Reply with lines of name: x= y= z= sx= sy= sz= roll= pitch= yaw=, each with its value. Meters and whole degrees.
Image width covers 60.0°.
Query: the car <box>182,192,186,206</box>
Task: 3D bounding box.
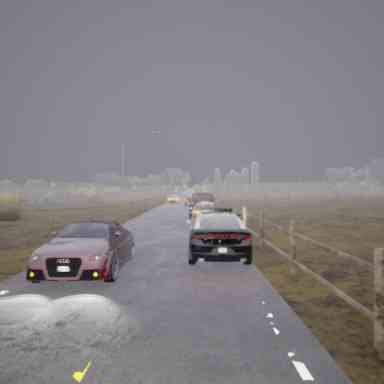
car: x=0.028 y=1.063 z=47.815 sx=2.097 sy=1.767 sz=4.553 roll=0 pitch=0 yaw=0

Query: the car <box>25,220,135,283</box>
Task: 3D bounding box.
car: x=-2.847 y=1.503 z=9.351 sx=1.994 sy=1.385 sz=4.181 roll=0 pitch=0 yaw=0

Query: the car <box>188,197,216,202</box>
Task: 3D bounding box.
car: x=0.832 y=1.319 z=21.636 sx=1.801 sy=1.575 sz=5.366 roll=0 pitch=0 yaw=0

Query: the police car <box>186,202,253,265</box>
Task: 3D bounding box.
police car: x=0.829 y=1.351 z=11.555 sx=1.930 sy=1.638 sz=5.238 roll=0 pitch=0 yaw=0

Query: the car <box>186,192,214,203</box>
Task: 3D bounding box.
car: x=0.835 y=1.053 z=27.475 sx=2.150 sy=2.045 sz=5.566 roll=0 pitch=0 yaw=0

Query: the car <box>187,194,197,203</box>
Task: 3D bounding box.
car: x=0.021 y=1.152 z=61.694 sx=1.812 sy=1.442 sz=4.674 roll=0 pitch=0 yaw=0

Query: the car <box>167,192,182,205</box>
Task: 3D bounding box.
car: x=-2.818 y=1.169 z=51.180 sx=1.882 sy=1.535 sz=5.008 roll=0 pitch=0 yaw=0
